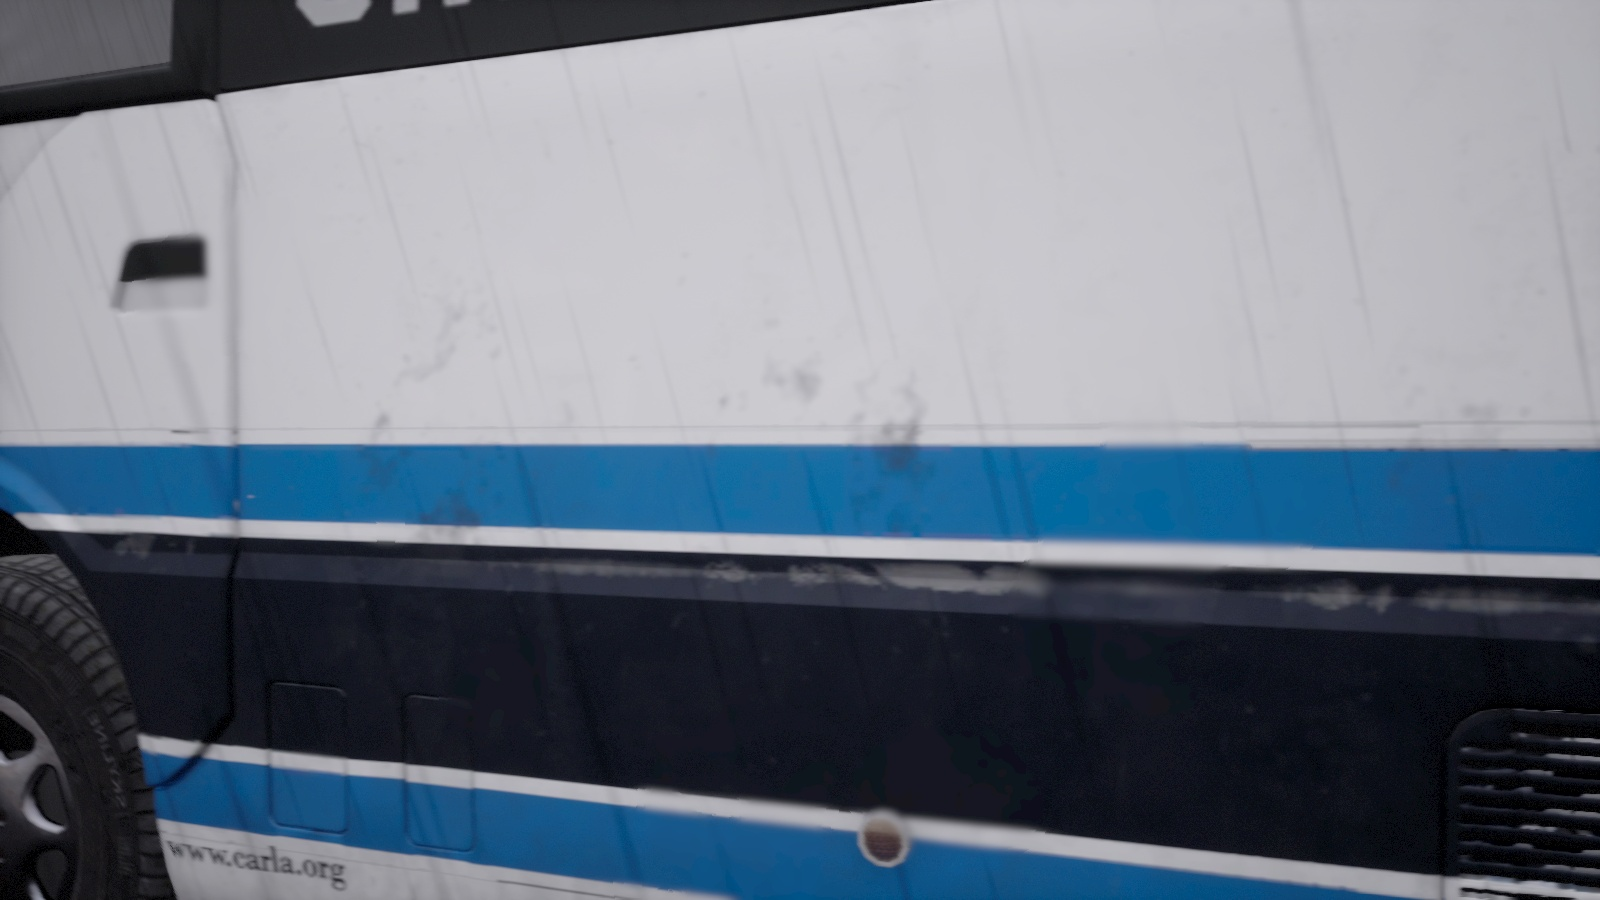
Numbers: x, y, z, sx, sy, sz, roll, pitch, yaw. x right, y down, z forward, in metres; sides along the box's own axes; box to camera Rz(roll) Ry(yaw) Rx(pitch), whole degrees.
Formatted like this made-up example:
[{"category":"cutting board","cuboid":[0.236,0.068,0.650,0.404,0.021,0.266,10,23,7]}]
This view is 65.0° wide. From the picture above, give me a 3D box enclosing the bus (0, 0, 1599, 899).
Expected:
[{"category":"bus","cuboid":[1.297,-0.599,3.342,10.273,4.253,3.944,1,1,21]}]
